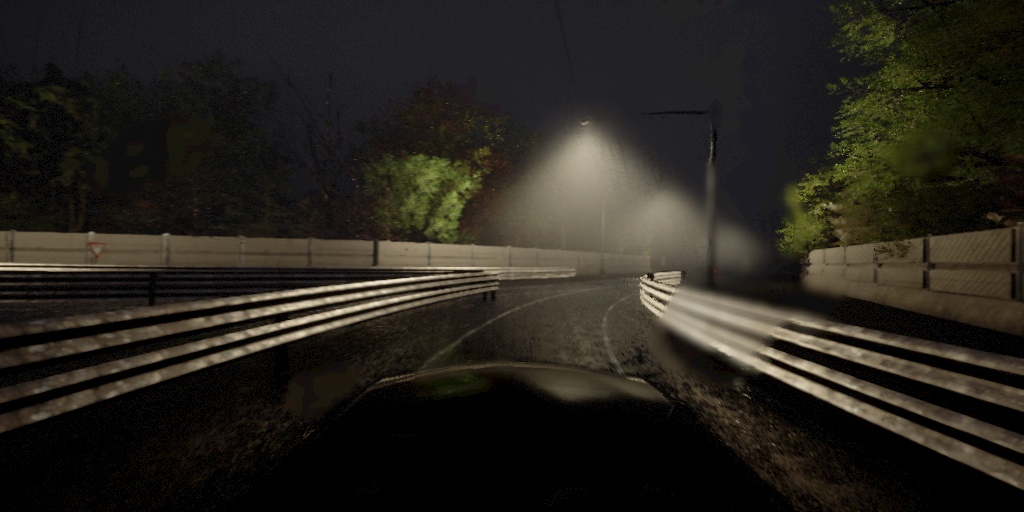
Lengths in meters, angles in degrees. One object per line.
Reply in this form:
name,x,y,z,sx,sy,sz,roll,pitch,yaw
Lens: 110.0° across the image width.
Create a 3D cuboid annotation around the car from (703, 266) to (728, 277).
car,30.619,2.426,53.858,1.895,1.301,4.718,1,-1,39
